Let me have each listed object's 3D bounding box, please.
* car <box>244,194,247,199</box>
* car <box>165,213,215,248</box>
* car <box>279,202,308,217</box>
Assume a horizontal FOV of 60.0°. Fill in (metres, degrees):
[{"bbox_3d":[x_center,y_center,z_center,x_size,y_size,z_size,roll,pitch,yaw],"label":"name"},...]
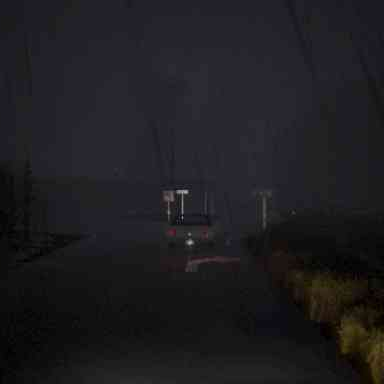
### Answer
[{"bbox_3d":[12.903,1.067,84.874,1.994,1.381,4.181,0,0,-1],"label":"car"},{"bbox_3d":[0.016,1.582,14.640,1.895,1.301,4.718,0,0,2],"label":"car"},{"bbox_3d":[8.046,1.487,26.331,1.994,1.385,4.181,0,0,17],"label":"car"}]
